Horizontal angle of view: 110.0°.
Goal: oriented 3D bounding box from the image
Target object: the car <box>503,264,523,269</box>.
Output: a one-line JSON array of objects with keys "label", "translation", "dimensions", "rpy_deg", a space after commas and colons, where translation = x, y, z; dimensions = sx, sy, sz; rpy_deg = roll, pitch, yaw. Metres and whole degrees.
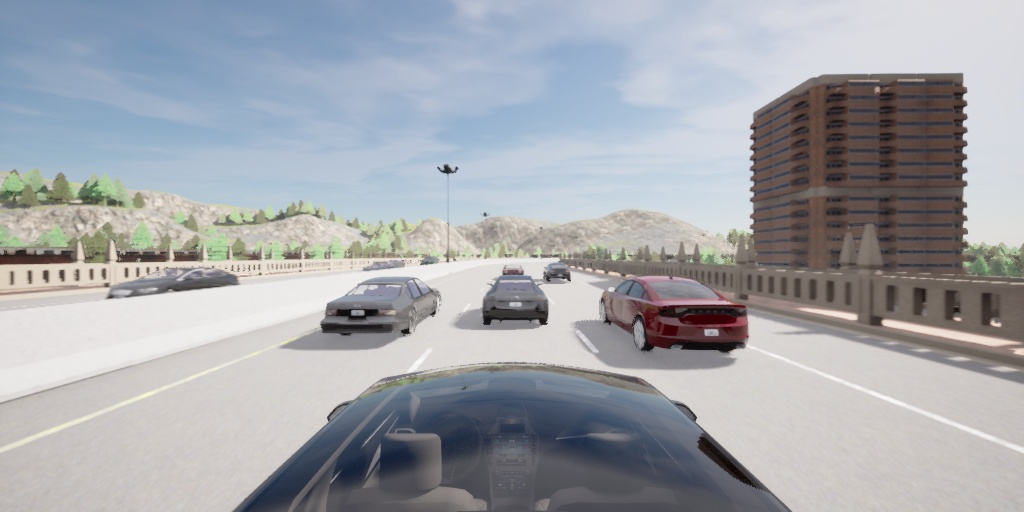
[{"label": "car", "translation": [0.099, 1.351, 31.831], "dimensions": [1.895, 1.301, 4.718], "rpy_deg": [0, 0, 0]}]

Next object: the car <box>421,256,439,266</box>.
[{"label": "car", "translation": [-14.002, 0.992, 61.728], "dimensions": [2.150, 2.045, 5.566], "rpy_deg": [0, 0, 0]}]

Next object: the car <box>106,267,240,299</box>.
[{"label": "car", "translation": [-14.097, 1.241, 15.329], "dimensions": [2.128, 1.511, 4.902], "rpy_deg": [0, 0, 0]}]

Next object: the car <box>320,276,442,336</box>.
[{"label": "car", "translation": [-3.400, 1.297, 10.410], "dimensions": [2.033, 1.411, 5.357], "rpy_deg": [0, 0, 0]}]

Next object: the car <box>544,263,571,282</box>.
[{"label": "car", "translation": [3.599, 1.276, 29.040], "dimensions": [1.812, 1.442, 4.674], "rpy_deg": [0, 0, 0]}]

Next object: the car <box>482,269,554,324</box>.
[{"label": "car", "translation": [0.100, 1.314, 11.973], "dimensions": [1.994, 1.385, 4.181], "rpy_deg": [0, 0, 0]}]

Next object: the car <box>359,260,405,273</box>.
[{"label": "car", "translation": [-10.591, 1.241, 28.773], "dimensions": [2.128, 1.511, 4.902], "rpy_deg": [0, 0, 0]}]

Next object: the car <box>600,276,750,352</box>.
[{"label": "car", "translation": [3.599, 1.228, 8.939], "dimensions": [1.882, 1.535, 5.008], "rpy_deg": [0, 0, 0]}]
